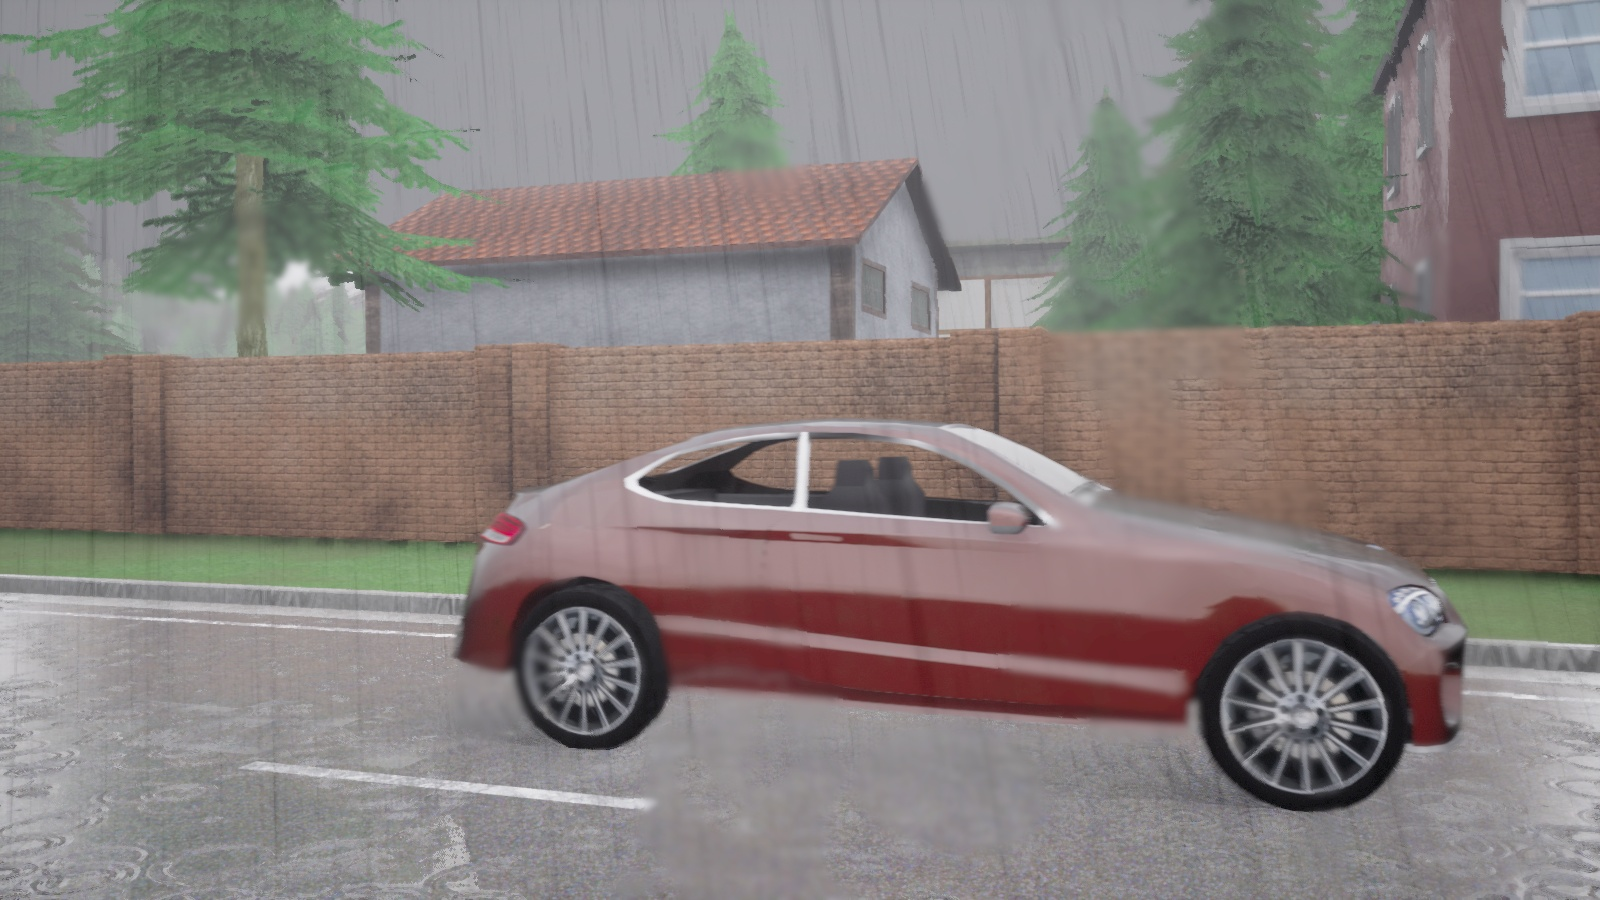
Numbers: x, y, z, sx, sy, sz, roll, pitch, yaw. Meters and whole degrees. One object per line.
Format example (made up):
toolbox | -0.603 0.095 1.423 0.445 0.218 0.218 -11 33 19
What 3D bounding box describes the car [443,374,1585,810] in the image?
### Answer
car | 0.920 0.503 6.572 5.027 1.651 2.152 1 1 19
